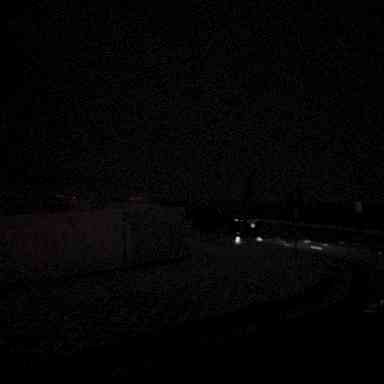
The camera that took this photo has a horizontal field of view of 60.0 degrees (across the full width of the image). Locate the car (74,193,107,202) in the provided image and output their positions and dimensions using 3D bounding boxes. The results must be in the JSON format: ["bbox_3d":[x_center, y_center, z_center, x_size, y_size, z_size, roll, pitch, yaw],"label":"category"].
[{"bbox_3d":[-10.329,1.060,34.648,1.882,1.535,5.008,1,0,-36],"label":"car"}]

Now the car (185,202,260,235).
[{"bbox_3d":[1.540,1.340,18.178,2.128,1.511,4.902,1,0,-36],"label":"car"}]

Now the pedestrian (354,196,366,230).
[{"bbox_3d":[8.987,1.105,17.885,0.375,1.860,0.375,2,-1,-36],"label":"pedestrian"}]

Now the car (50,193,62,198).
[{"bbox_3d":[-23.049,0.810,57.280,2.033,1.411,5.357,1,0,-36],"label":"car"}]

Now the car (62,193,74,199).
[{"bbox_3d":[-17.311,0.922,49.330,1.812,1.442,4.674,1,0,-36],"label":"car"}]

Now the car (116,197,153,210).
[{"bbox_3d":[-4.317,1.196,26.291,1.882,1.535,5.008,1,0,-36],"label":"car"}]
